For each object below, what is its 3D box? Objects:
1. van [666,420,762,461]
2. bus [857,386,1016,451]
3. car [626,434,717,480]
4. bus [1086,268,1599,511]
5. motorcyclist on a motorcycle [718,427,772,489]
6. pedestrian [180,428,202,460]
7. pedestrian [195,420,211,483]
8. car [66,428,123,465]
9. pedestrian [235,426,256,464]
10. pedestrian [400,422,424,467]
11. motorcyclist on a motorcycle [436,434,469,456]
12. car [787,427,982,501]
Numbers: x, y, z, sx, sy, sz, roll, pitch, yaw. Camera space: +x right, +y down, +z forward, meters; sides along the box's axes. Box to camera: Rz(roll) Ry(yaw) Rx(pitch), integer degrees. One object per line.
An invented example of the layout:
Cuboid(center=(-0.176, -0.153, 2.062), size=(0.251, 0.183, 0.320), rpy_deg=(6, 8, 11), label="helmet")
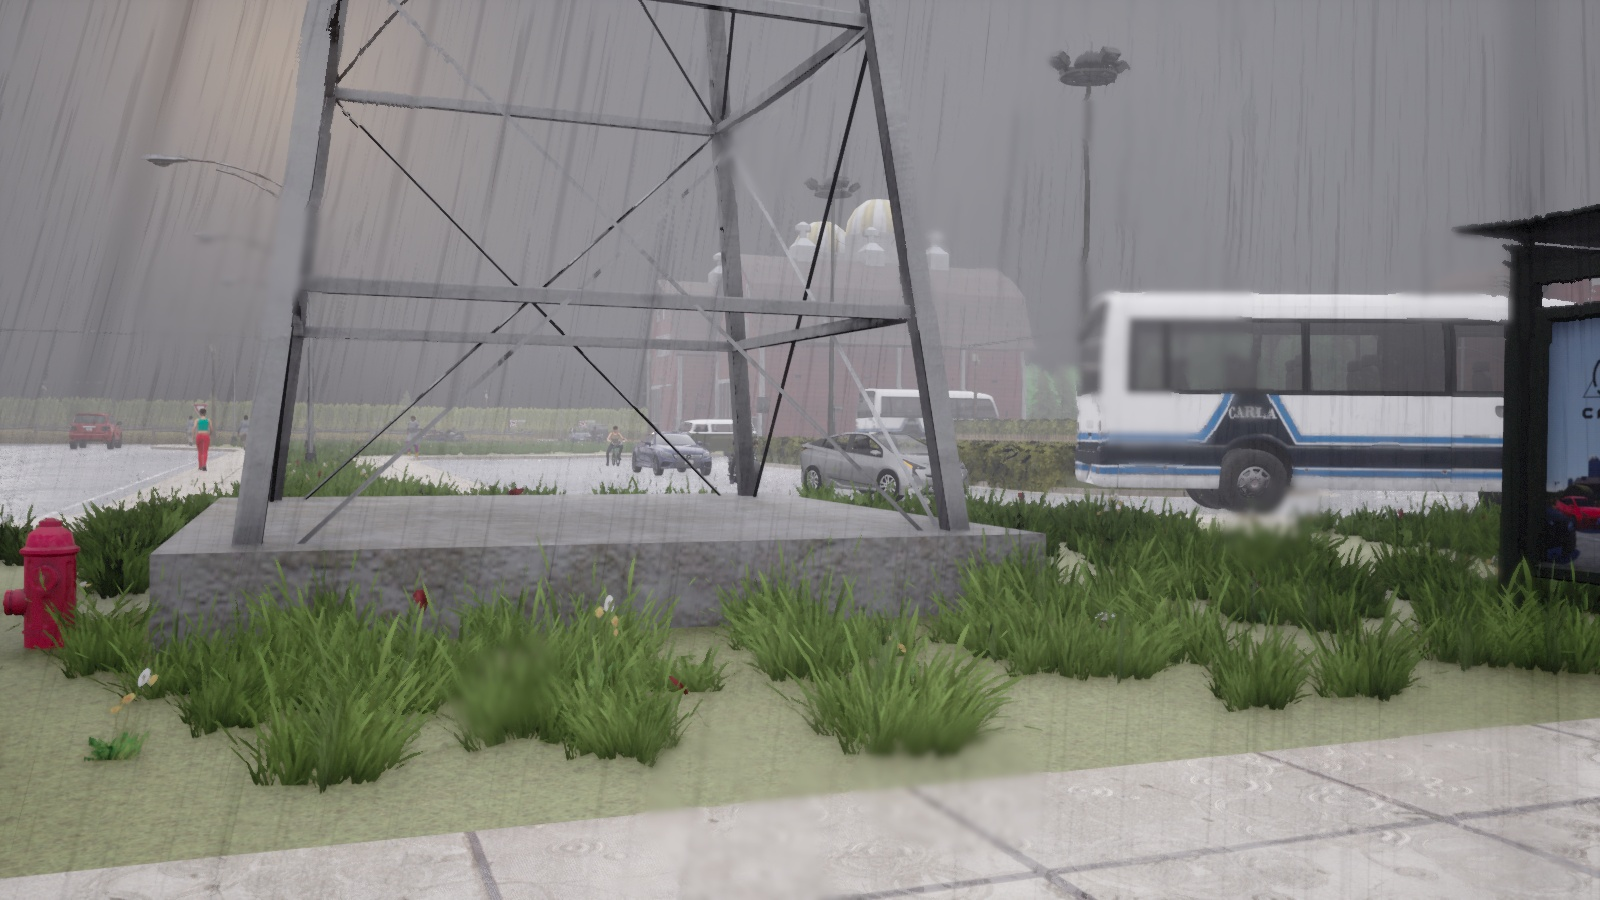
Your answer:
Cuboid(center=(-4.450, -0.491, 65.186), size=(4.480, 2.038, 2.069), rpy_deg=(-1, 1, -34), label="van")
Cuboid(center=(9.465, -2.206, 87.013), size=(10.273, 4.253, 3.944), rpy_deg=(-1, 0, -22), label="bus")
Cuboid(center=(-4.396, 0.182, 42.343), size=(1.812, 1.442, 4.674), rpy_deg=(-1, 1, -21), label="car")
Cuboid(center=(11.106, -1.096, 24.448), size=(10.273, 4.253, 3.944), rpy_deg=(-1, 1, 4), label="bus")
Cuboid(center=(-1.546, 0.195, 35.069), size=(0.766, 1.649, 2.350), rpy_deg=(-1, 1, -21), label="motorcyclist on a motorcycle")
Cuboid(center=(-35.967, -0.365, 74.189), size=(0.900, 1.855, 0.874), rpy_deg=(0, 1, 43), label="pedestrian")
Cuboid(center=(-17.453, 0.045, 36.694), size=(0.345, 1.836, 0.594), rpy_deg=(-1, 1, -21), label="pedestrian")
Cuboid(center=(-40.545, -0.221, 72.314), size=(2.150, 2.045, 5.566), rpy_deg=(-1, 1, -22), label="car")
Cuboid(center=(-26.977, -0.249, 61.108), size=(0.874, 1.855, 0.900), rpy_deg=(-1, 1, -24), label="pedestrian")
Cuboid(center=(-17.017, -0.260, 55.127), size=(0.659, 1.952, 0.873), rpy_deg=(0, 1, 7), label="pedestrian")
Cuboid(center=(-25.071, -0.370, 90.600), size=(2.191, 1.530, 0.866), rpy_deg=(-1, 1, -21), label="motorcyclist on a motorcycle")
Cuboid(center=(1.818, 0.262, 28.461), size=(2.007, 1.525, 4.514), rpy_deg=(-1, 1, -35), label="car")
